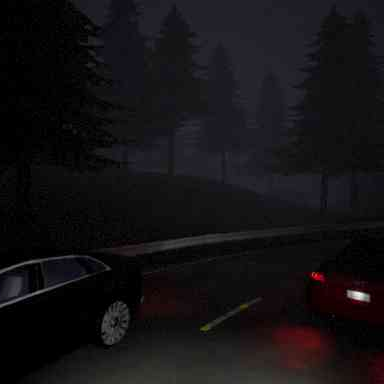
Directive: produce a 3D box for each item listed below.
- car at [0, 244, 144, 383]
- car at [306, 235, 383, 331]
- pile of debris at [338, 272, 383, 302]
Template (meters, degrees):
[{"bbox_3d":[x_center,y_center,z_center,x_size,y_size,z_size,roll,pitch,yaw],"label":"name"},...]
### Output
[{"bbox_3d":[-2.558,1.495,4.034,2.128,1.511,4.902,0,0,28],"label":"car"},{"bbox_3d":[3.953,1.568,6.587,1.994,1.385,4.181,1,1,44],"label":"car"},{"bbox_3d":[4.519,2.185,7.597,1.860,0.140,1.500,0,0,-40],"label":"pile of debris"}]
